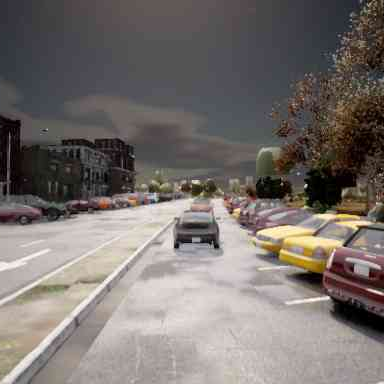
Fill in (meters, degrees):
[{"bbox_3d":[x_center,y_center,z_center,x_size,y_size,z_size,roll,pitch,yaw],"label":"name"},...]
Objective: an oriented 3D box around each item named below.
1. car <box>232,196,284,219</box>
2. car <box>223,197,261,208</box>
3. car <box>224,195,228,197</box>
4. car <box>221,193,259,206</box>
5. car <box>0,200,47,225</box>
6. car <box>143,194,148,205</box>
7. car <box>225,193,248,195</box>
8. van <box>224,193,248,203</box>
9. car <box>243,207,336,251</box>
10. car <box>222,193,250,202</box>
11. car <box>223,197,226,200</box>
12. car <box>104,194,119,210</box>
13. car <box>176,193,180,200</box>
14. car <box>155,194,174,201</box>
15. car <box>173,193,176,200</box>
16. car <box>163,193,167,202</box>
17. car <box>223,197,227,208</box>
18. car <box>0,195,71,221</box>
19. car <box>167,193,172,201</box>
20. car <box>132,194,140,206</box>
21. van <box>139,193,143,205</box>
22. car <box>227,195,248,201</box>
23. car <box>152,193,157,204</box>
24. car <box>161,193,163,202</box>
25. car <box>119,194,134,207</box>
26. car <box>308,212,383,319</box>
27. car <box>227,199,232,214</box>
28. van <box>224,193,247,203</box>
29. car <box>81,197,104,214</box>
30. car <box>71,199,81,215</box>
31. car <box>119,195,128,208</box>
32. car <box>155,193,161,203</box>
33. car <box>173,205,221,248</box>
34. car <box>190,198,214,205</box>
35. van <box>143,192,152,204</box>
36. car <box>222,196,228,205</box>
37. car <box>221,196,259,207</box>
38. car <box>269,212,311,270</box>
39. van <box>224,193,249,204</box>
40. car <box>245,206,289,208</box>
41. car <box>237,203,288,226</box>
[{"bbox_3d":[5.267,1.359,21.066,4.553,1.767,2.185,1,0,-17],"label":"car"},{"bbox_3d":[7.132,1.491,47.675,4.892,1.521,2.231,1,0,-15],"label":"car"},{"bbox_3d":[6.606,1.489,41.765,5.008,1.535,2.097,1,0,-15],"label":"car"},{"bbox_3d":[7.736,1.240,53.599,5.566,2.045,2.435,1,0,-14],"label":"car"},{"bbox_3d":[-12.908,1.537,23.055,4.674,1.452,2.002,-1,0,-18],"label":"car"},{"bbox_3d":[-10.355,1.552,56.152,4.792,1.488,2.163,-1,0,-14],"label":"car"},{"bbox_3d":[6.841,1.364,44.712,4.553,1.767,2.185,1,0,-15],"label":"car"},{"bbox_3d":[9.089,1.268,68.363,4.442,1.987,1.878,1,0,-14],"label":"van"},{"bbox_3d":[4.822,1.478,12.131,5.366,1.575,1.946,1,0,-18],"label":"car"},{"bbox_3d":[9.829,1.246,74.327,5.566,2.045,2.435,1,0,-14],"label":"car"},{"bbox_3d":[5.915,1.517,32.887,4.792,1.488,2.163,1,0,-16],"label":"car"},{"bbox_3d":[-11.705,1.386,41.147,4.553,1.767,2.185,-1,0,-16],"label":"car"},{"bbox_3d":[-6.643,1.538,92.063,5.008,1.535,2.097,-1,0,-14],"label":"car"},{"bbox_3d":[-7.240,1.409,86.075,4.553,1.767,2.185,-1,0,-14],"label":"car"},{"bbox_3d":[-7.560,1.282,83.095,5.566,2.045,2.435,-1,0,-14],"label":"car"},{"bbox_3d":[-8.835,1.277,71.108,5.566,2.045,2.435,-1,0,-14],"label":"car"},{"bbox_3d":[5.749,1.487,29.946,5.008,1.535,2.097,1,0,-16],"label":"car"},{"bbox_3d":[-12.738,1.248,26.091,5.566,2.045,2.435,-1,0,-17],"label":"car"},{"bbox_3d":[-8.174,1.279,77.113,5.566,2.045,2.435,-1,0,-14],"label":"car"},{"bbox_3d":[-11.096,1.519,50.112,5.366,1.575,1.946,-1,0,-15],"label":"car"},{"bbox_3d":[-10.517,1.293,53.197,4.442,1.987,1.878,-1,0,-14],"label":"van"},{"bbox_3d":[5.617,1.361,26.993,4.553,1.767,2.185,1,0,-17],"label":"car"},{"bbox_3d":[-9.723,1.525,62.152,5.008,1.535,2.097,-1,0,-14],"label":"car"},{"bbox_3d":[-9.114,1.527,68.131,5.008,1.535,2.097,-1,0,-14],"label":"car"},{"bbox_3d":[-11.210,1.517,47.166,5.008,1.535,2.097,-1,0,-15],"label":"car"},{"bbox_3d":[4.850,1.356,6.263,4.553,1.767,2.185,1,0,-19],"label":"car"},{"bbox_3d":[5.608,1.485,24.088,5.366,1.575,1.946,1,0,-17],"label":"car"},{"bbox_3d":[9.387,1.269,71.325,4.442,1.987,1.878,1,0,-14],"label":"van"},{"bbox_3d":[-12.189,1.507,35.119,5.008,1.535,2.097,-1,0,-16],"label":"car"},{"bbox_3d":[-12.596,1.502,29.095,5.008,1.535,2.097,-1,0,-17],"label":"car"},{"bbox_3d":[-11.459,1.516,44.157,4.892,1.521,2.231,-1,0,-15],"label":"car"},{"bbox_3d":[-9.445,1.275,65.130,5.566,2.045,2.435,-1,0,-14],"label":"car"},{"bbox_3d":[0.225,1.520,14.700,1.837,1.490,4.892,0,0,2],"label":"car"},{"bbox_3d":[0.899,1.377,29.706,2.097,1.767,4.553,0,0,3],"label":"car"},{"bbox_3d":[-9.917,1.296,59.192,4.442,1.987,1.878,-1,0,-14],"label":"van"},{"bbox_3d":[6.182,1.518,35.869,4.792,1.488,2.163,1,0,-16],"label":"car"},{"bbox_3d":[7.240,1.486,50.580,5.366,1.575,1.946,1,0,-14],"label":"car"},{"bbox_3d":[5.105,1.482,9.293,5.366,1.575,1.946,1,0,-19],"label":"car"},{"bbox_3d":[8.791,1.267,65.399,4.442,1.987,1.878,1,0,-14],"label":"van"},{"bbox_3d":[5.075,1.524,15.155,4.674,1.452,2.002,1,0,-18],"label":"car"},{"bbox_3d":[5.173,1.525,18.114,4.674,1.452,2.002,1,0,-18],"label":"car"}]
